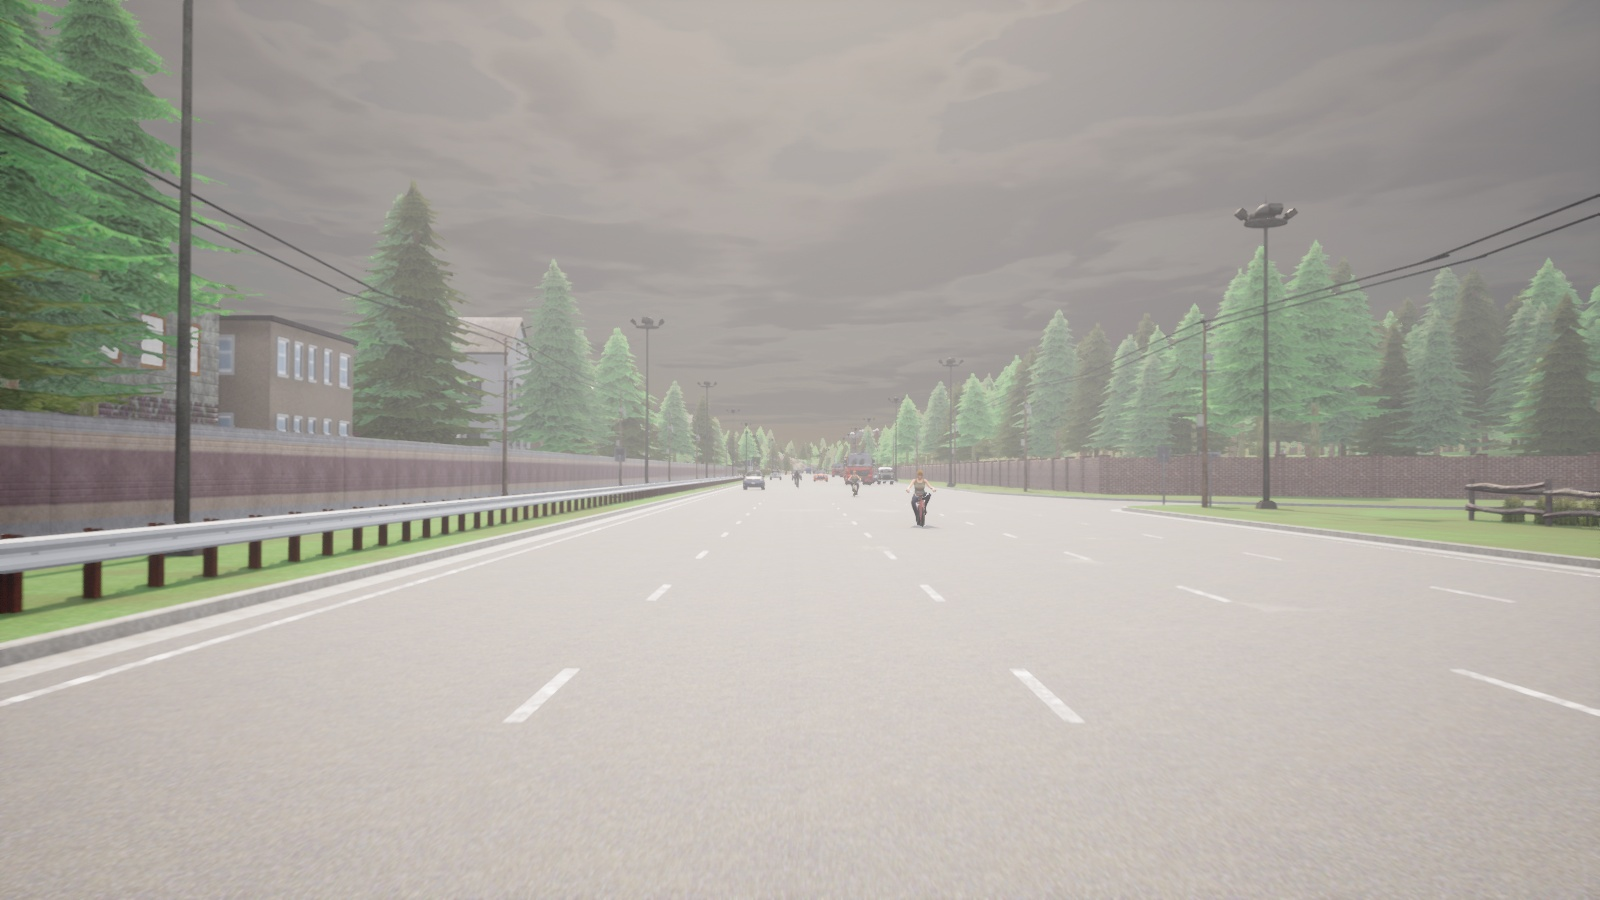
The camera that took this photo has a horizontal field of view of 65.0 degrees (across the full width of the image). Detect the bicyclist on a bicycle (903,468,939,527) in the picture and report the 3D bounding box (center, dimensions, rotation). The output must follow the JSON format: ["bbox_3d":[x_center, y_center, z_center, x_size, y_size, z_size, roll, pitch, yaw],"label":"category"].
[{"bbox_3d":[3.410,1.331,35.450,0.866,1.612,1.509,0,-1,0],"label":"bicyclist on a bicycle"}]
